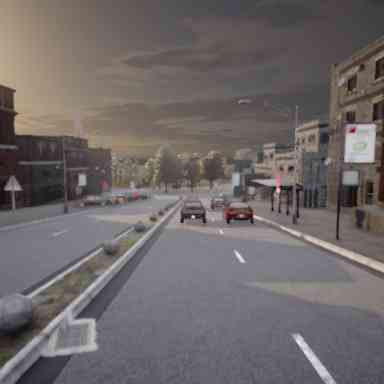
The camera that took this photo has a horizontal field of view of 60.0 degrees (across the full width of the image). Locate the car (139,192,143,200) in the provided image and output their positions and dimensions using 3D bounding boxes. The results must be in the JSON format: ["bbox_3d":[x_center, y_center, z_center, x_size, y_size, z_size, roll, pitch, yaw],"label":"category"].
[{"bbox_3d":[-14.110,1.032,71.315,5.566,2.045,2.435,-1,0,-20],"label":"car"}]

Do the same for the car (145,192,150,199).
[{"bbox_3d":[-14.086,0.994,83.526,5.566,2.045,2.435,-1,0,-20],"label":"car"}]

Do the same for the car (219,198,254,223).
[{"bbox_3d":[3.333,1.429,24.826,1.882,1.535,5.008,0,0,0],"label":"car"}]

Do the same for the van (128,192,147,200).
[{"bbox_3d":[-14.226,1.012,86.514,4.442,1.987,1.878,-1,0,-20],"label":"van"}]

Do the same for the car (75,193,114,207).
[{"bbox_3d":[-14.002,1.363,46.950,4.892,1.521,2.231,-1,0,-20],"label":"car"}]

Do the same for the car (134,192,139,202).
[{"bbox_3d":[-14.070,1.294,68.285,4.892,1.521,2.231,-1,0,-20],"label":"car"}]

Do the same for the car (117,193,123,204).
[{"bbox_3d":[-14.069,1.370,53.036,4.792,1.488,2.163,-1,0,-20],"label":"car"}]

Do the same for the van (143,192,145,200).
[{"bbox_3d":[-13.989,1.037,77.464,4.442,1.987,1.878,-1,0,-20],"label":"van"}]

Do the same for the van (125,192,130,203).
[{"bbox_3d":[-13.950,1.093,59.190,4.442,1.987,1.878,-1,0,-20],"label":"van"}]

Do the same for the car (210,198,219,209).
[{"bbox_3d":[3.346,1.441,43.283,1.812,1.442,4.674,0,0,0],"label":"car"}]

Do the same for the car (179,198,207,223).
[{"bbox_3d":[0.094,1.454,25.238,1.837,1.490,4.892,0,0,0],"label":"car"}]

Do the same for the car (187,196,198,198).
[{"bbox_3d":[0.095,1.268,42.407,2.097,1.767,4.553,0,0,0],"label":"car"}]

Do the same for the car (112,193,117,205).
[{"bbox_3d":[-14.062,1.226,49.992,4.553,1.767,2.185,-1,0,-20],"label":"car"}]

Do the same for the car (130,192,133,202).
[{"bbox_3d":[-14.033,1.185,62.198,4.553,1.767,2.185,-1,0,-20],"label":"car"}]

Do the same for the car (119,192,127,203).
[{"bbox_3d":[-14.223,1.330,56.030,5.366,1.575,1.946,-1,0,-20],"label":"car"}]
